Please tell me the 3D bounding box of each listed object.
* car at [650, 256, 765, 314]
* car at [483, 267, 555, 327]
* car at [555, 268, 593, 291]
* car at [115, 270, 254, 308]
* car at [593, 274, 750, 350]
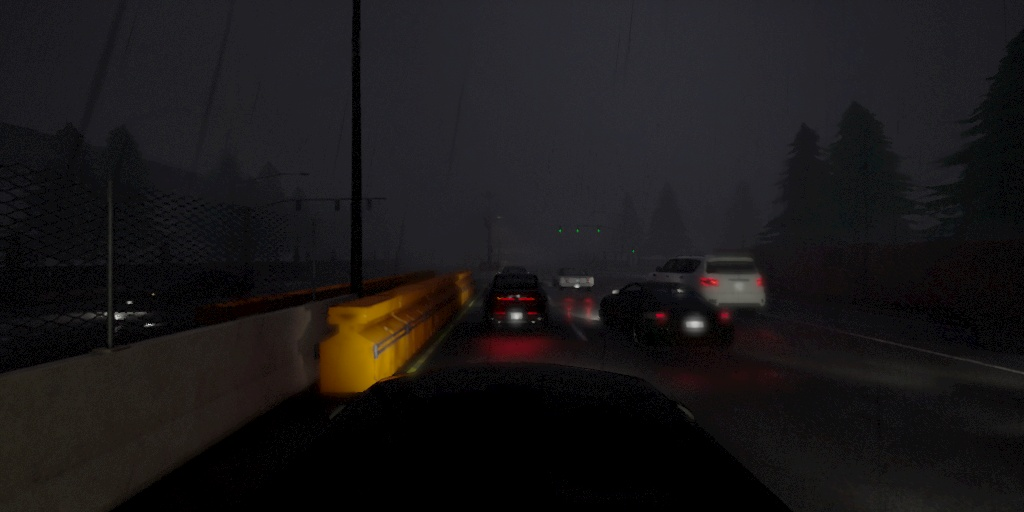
[{"bbox_3d":[7.125,1.004,13.921,2.150,2.045,5.566,0,0,0],"label":"car"},{"bbox_3d":[0.119,1.281,11.558,1.837,1.490,4.892,0,0,0],"label":"car"},{"bbox_3d":[3.643,1.403,22.253,1.895,1.301,4.718,0,0,0],"label":"car"},{"bbox_3d":[-13.981,1.333,15.748,2.033,1.411,5.357,0,0,0],"label":"car"},{"bbox_3d":[3.618,1.333,9.116,1.994,1.385,4.181,0,0,0],"label":"car"}]
